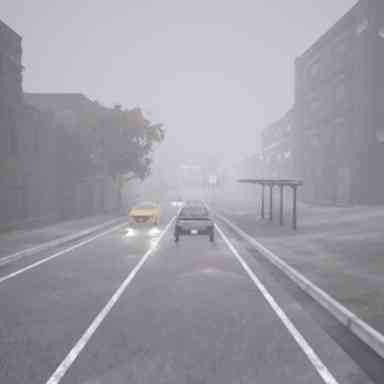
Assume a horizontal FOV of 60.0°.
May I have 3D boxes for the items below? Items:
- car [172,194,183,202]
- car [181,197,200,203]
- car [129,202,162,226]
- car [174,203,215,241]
[{"bbox_3d":[-2.834,1.171,65.507,2.128,1.511,4.902,0,1,1],"label":"car"},{"bbox_3d":[0.129,1.527,36.495,2.033,1.411,5.357,0,0,0],"label":"car"},{"bbox_3d":[-3.258,1.505,23.907,1.882,1.535,5.008,0,0,0],"label":"car"},{"bbox_3d":[0.101,1.515,16.804,2.128,1.511,4.902,0,0,0],"label":"car"}]
